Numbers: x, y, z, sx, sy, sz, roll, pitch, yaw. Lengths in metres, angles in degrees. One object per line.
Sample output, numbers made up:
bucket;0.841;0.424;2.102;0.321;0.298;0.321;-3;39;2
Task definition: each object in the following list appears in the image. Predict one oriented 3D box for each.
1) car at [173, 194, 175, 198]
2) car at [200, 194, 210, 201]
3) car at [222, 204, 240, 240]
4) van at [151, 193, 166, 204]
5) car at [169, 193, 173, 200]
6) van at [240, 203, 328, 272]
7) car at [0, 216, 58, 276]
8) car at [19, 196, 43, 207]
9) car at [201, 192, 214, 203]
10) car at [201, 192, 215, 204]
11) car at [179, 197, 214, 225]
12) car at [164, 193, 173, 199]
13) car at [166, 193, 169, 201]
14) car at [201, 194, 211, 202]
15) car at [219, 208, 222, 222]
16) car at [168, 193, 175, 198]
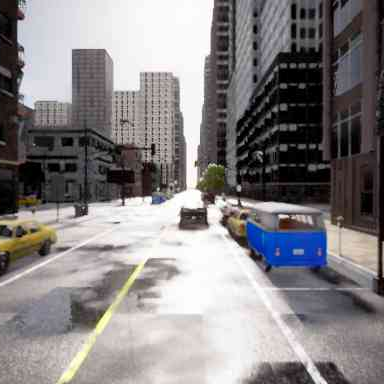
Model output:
car;-5.691;1.088;76.049;2.008;1.369;4.403;0;0;0
car;2.689;1.131;70.529;1.947;1.339;4.313;0;0;0
car;2.688;1.407;16.076;1.752;1.417;4.829;0;0;0
van;-5.692;0.994;53.953;1.690;1.788;3.998;0;0;0
car;-5.692;1.005;70.526;1.967;1.590;4.097;0;0;0
van;2.689;1.264;10.240;1.690;1.788;3.998;0;0;0
car;-5.691;1.450;10.072;1.752;1.417;4.829;0;0;0
car;-21.407;1.157;41.785;4.829;1.417;1.752;0;0;0
car;2.688;0.938;59.479;2.192;1.841;5.009;0;0;0
car;2.688;0.968;53.955;2.192;1.841;5.009;0;0;0
car;0.121;1.329;22.512;2.128;1.511;4.902;0;0;1
car;-5.691;1.062;81.574;2.008;1.369;4.403;0;0;0
car;-5.691;1.063;59.477;1.967;1.590;4.097;0;0;0
car;2.689;1.138;65.004;1.887;1.381;4.507;0;0;0
car;2.689;1.426;21.569;1.802;1.307;4.206;0;0;0
car;-5.691;0.987;92.451;1.752;1.417;4.829;0;0;0
